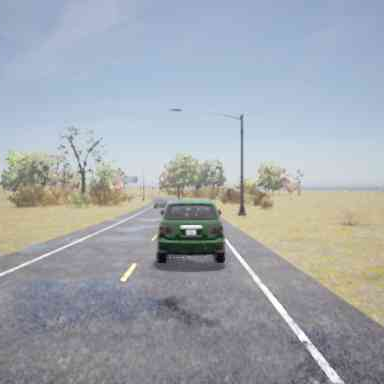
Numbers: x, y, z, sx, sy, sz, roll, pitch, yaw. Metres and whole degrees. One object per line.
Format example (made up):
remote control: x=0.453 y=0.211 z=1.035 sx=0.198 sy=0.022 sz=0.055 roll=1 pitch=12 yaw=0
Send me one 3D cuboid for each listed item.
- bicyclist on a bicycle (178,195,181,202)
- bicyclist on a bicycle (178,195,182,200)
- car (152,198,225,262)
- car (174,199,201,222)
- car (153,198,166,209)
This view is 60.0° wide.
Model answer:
bicyclist on a bicycle: x=-3.623 y=1.790 z=94.268 sx=0.659 sy=1.776 sz=1.843 roll=0 pitch=0 yaw=-6
bicyclist on a bicycle: x=-2.803 y=1.826 z=85.280 sx=0.866 sy=1.612 sz=1.509 roll=0 pitch=0 yaw=-5
car: x=-0.037 y=1.286 z=12.439 sx=2.150 sy=2.045 sz=5.566 roll=0 pitch=0 yaw=0
car: x=-0.381 y=1.490 z=28.344 sx=2.097 sy=1.767 sz=4.553 roll=0 pitch=0 yaw=-1
car: x=-4.980 y=1.753 z=51.308 sx=1.837 sy=1.490 sz=4.892 roll=0 pitch=0 yaw=-3
